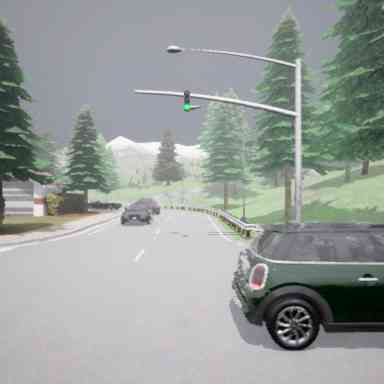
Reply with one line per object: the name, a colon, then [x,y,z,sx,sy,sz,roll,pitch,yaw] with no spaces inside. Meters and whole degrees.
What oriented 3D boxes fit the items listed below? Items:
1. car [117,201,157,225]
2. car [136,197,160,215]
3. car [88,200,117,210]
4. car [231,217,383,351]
car: [-3.898,1.563,24.162,1.994,1.385,4.181,0,0,-2]
car: [-4.697,1.351,33.955,2.097,1.767,4.553,0,0,-19]
car: [-11.244,1.607,41.717,4.718,1.301,1.895,0,0,14]
car: [3.019,1.300,5.710,4.553,1.767,2.097,0,0,-1]
